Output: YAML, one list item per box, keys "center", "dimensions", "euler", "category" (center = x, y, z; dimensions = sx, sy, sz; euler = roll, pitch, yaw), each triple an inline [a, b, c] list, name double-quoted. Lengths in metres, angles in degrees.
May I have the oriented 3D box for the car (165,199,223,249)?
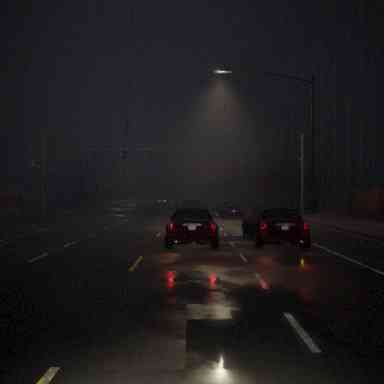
- center: [0.000, 1.364, 14.620]
  dimensions: [2.097, 1.767, 4.553]
  euler: [0, 0, 0]
  category: "car"

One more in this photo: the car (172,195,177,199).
- center: [-4.770, 1.508, 93.564]
  dimensions: [1.812, 1.442, 4.674]
  euler: [0, 0, -1]
  category: "car"

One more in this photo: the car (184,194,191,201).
- center: [-1.191, 1.447, 88.574]
  dimensions: [1.882, 1.535, 5.008]
  euler: [0, 0, -1]
  category: "car"

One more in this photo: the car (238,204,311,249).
- center: [3.500, 1.364, 14.620]
  dimensions: [2.097, 1.767, 4.553]
  euler: [0, 0, 0]
  category: "car"

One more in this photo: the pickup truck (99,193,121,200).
- center: [-21.287, 1.057, 86.835]
  dimensions: [2.390, 2.098, 6.274]
  euler: [0, 0, 30]
  category: "pickup truck"

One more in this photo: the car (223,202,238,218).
- center: [3.462, 1.571, 29.715]
  dimensions: [1.994, 1.385, 4.181]
  euler: [0, 0, -1]
  category: "car"

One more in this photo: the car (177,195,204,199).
- center: [-0.038, 1.364, 29.641]
  dimensions: [2.097, 1.767, 4.553]
  euler: [0, 0, -1]
  category: "car"

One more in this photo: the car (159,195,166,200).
- center: [-8.269, 1.579, 93.478]
  dimensions: [1.895, 1.301, 4.718]
  euler: [0, 0, -1]
  category: "car"
